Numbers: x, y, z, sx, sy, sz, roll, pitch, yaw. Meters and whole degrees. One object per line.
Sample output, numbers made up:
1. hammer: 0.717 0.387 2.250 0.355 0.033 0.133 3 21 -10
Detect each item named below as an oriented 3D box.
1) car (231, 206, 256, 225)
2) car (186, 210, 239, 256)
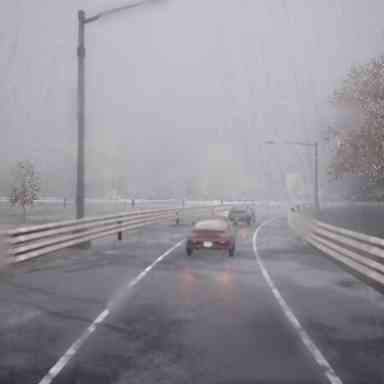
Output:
1. car: 4.283 1.940 28.213 2.128 1.511 4.902 0 -1 18
2. car: 0.916 1.705 14.007 1.812 1.442 4.674 0 -1 9
